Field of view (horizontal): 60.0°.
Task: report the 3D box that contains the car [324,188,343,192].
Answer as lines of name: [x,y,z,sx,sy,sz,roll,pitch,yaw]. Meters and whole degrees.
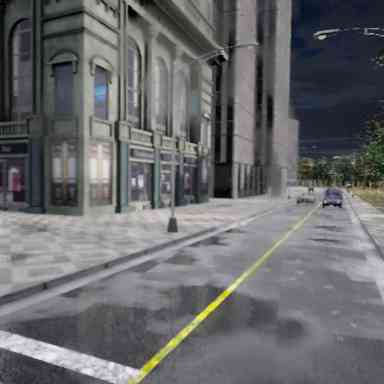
car: [19.335,0.466,45.481,2.150,2.045,5.566,2,2,24]

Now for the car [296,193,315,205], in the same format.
car: [14.188,0.834,41.262,1.994,1.385,4.181,2,2,24]

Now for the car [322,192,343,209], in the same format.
car: [15.235,1.042,36.072,1.895,1.301,4.718,2,2,24]
